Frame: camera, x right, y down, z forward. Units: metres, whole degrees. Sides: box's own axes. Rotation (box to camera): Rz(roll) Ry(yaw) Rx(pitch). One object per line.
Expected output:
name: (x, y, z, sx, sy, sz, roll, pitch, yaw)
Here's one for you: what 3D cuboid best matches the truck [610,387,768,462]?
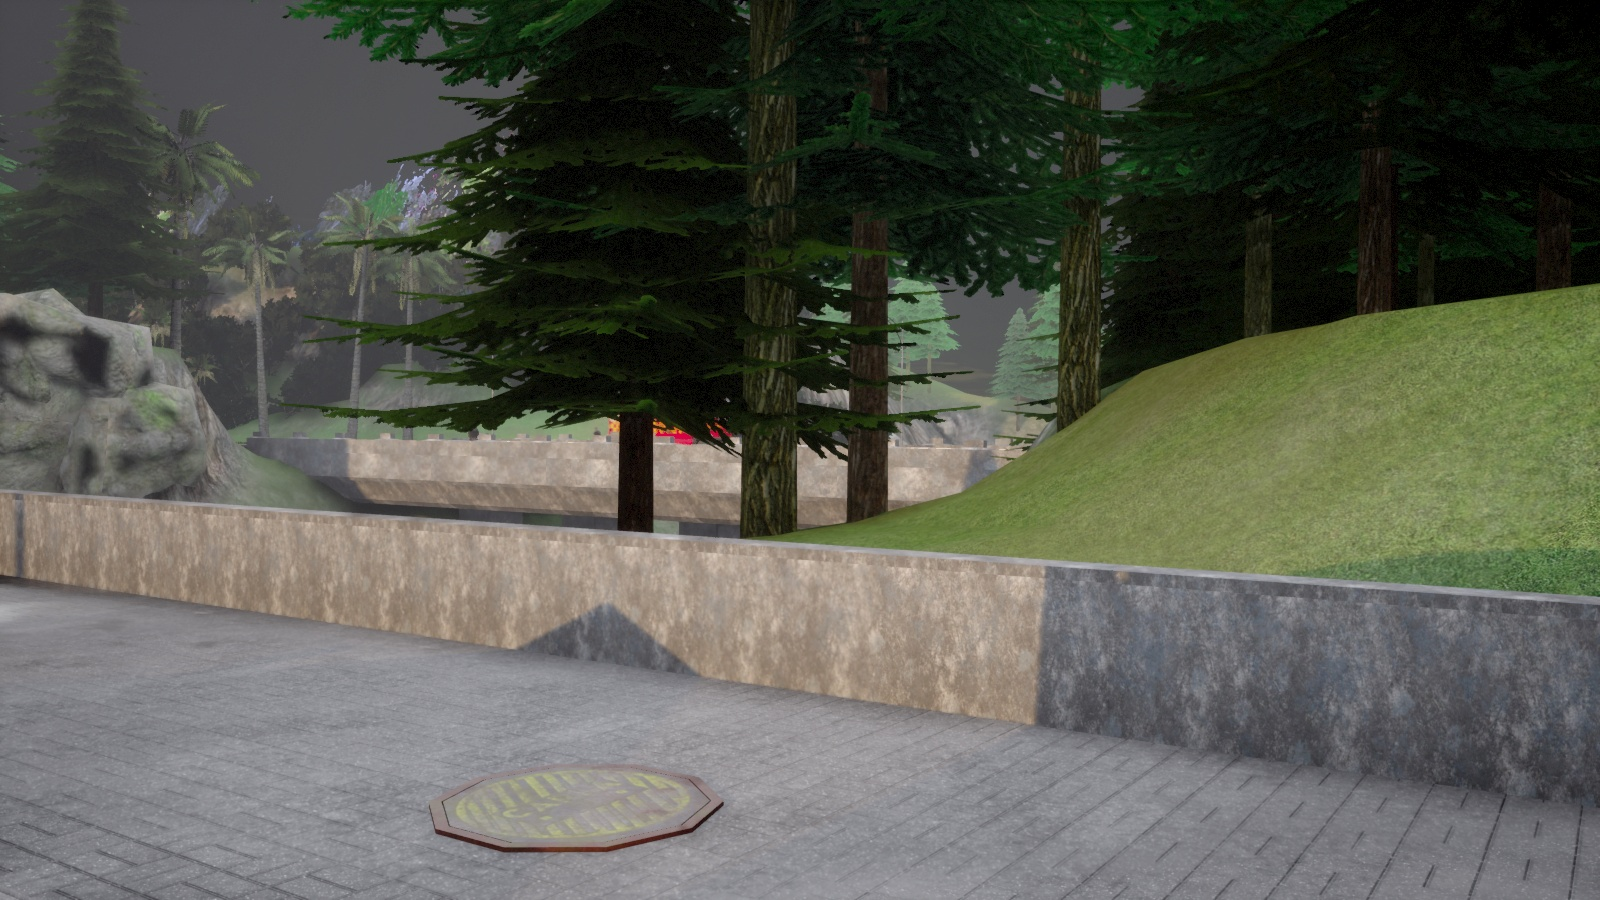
truck: (-6.040, -1.302, 67.650, 8.468, 3.827, 2.891, 0, 1, 34)
